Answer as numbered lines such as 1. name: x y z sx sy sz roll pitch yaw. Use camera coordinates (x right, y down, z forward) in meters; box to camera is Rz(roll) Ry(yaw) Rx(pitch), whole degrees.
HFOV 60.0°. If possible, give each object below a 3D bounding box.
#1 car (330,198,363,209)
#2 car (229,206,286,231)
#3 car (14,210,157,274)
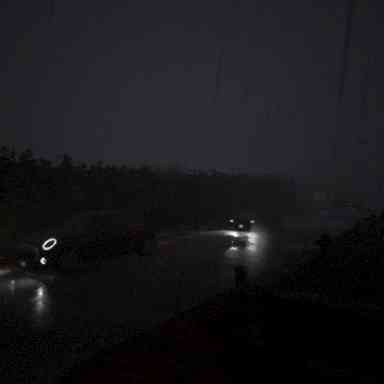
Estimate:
1. car: 20.019 1.441 43.342 2.033 1.411 5.357 -1 0 -3
2. car: 4.438 1.639 21.806 2.033 1.411 5.357 -1 0 36
3. car: -3.367 1.445 11.166 2.097 1.767 4.553 -1 0 40
